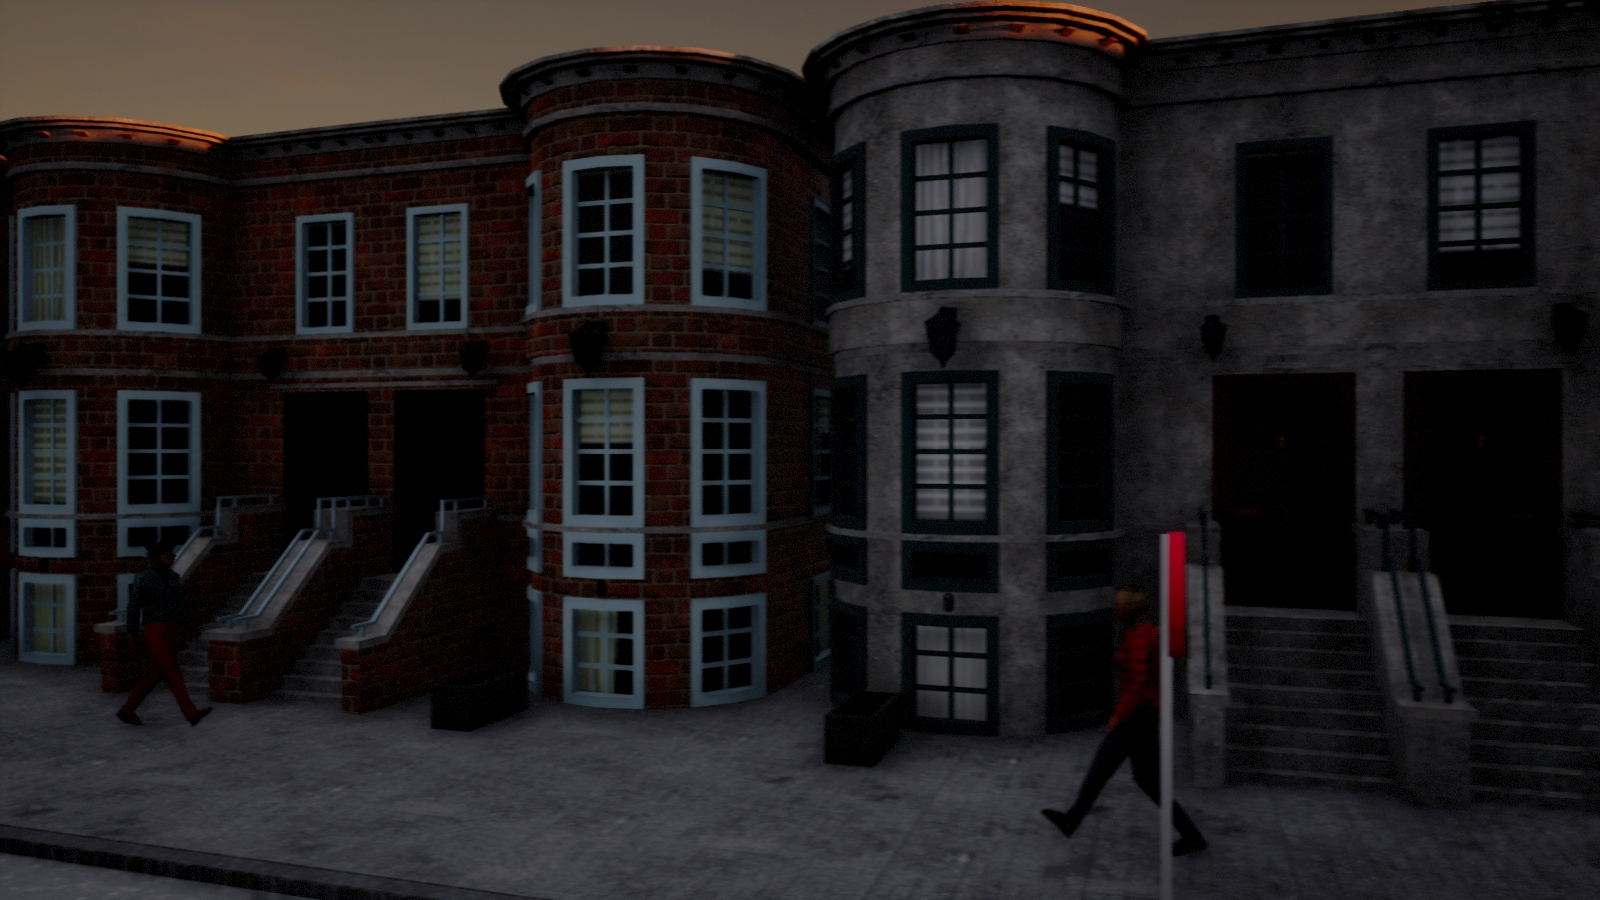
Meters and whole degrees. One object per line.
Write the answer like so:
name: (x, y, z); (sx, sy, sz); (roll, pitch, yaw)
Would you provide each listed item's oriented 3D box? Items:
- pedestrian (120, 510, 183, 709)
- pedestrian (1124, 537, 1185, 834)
pedestrian: (-6.267, 1.524, 11.041); (0.375, 1.860, 0.375); (0, 0, 13)
pedestrian: (2.333, 1.525, 7.539); (0.375, 1.860, 0.375); (0, 0, 16)
